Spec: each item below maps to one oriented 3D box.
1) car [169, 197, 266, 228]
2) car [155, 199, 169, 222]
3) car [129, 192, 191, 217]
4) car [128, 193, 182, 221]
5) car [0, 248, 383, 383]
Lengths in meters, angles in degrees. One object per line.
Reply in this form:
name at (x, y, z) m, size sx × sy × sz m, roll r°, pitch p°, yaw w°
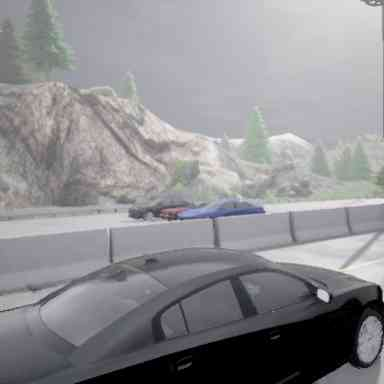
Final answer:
car at (1.600, 1.134, 17.427) m, size 5.008 × 1.535 × 1.882 m, roll -2°, pitch 1°, yaw -31°
car at (0.409, 1.226, 20.813) m, size 4.718 × 1.301 × 1.895 m, roll -2°, pitch 1°, yaw -31°
car at (-2.578, 0.938, 27.137) m, size 4.553 × 1.767 × 2.097 m, roll -2°, pitch 1°, yaw -30°
car at (-1.990, 1.115, 23.417) m, size 5.008 × 1.535 × 1.882 m, roll -2°, pitch 1°, yaw -31°
car at (0.286, 1.406, 3.817) m, size 5.008 × 1.535 × 1.882 m, roll -2°, pitch 1°, yaw -35°
